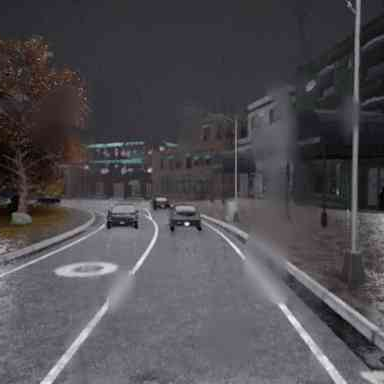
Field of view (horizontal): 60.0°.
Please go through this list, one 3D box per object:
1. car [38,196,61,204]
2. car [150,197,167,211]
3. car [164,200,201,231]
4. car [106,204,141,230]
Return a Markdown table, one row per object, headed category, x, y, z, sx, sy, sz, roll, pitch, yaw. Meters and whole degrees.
| category | x | y | z | sx | sy | sz | roll | pitch | yaw |
| --- | --- | --- | --- | --- | --- | --- | --- | --- | --- |
| car | -24.673 | 1.358 | 57.670 | 4.718 | 1.301 | 1.895 | 1 | 2 | 39 |
| car | -3.836 | 1.359 | 39.420 | 1.882 | 1.535 | 5.008 | -1 | 1 | -14 |
| car | -0.579 | 1.526 | 21.019 | 1.837 | 1.490 | 4.892 | 0 | 0 | -7 |
| car | -4.405 | 1.506 | 21.658 | 1.882 | 1.535 | 5.008 | 0 | 0 | -9 |
